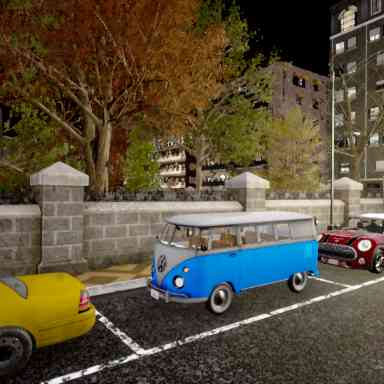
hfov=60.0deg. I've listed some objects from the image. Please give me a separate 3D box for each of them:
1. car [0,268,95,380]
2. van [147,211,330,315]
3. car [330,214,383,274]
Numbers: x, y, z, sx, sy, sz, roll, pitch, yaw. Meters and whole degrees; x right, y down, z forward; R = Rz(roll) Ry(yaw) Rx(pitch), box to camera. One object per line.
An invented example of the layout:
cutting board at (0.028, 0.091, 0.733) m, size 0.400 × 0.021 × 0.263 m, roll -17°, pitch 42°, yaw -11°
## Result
car at (-3.678, 1.525, 3.927) m, size 4.829 × 1.417 × 1.752 m, roll 0°, pitch 1°, yaw -35°
van at (1.035, 1.342, 7.280) m, size 3.998 × 1.788 × 1.690 m, roll 0°, pitch 1°, yaw -35°
car at (5.606, 1.442, 10.537) m, size 4.097 × 1.590 × 1.967 m, roll 0°, pitch 1°, yaw -35°
